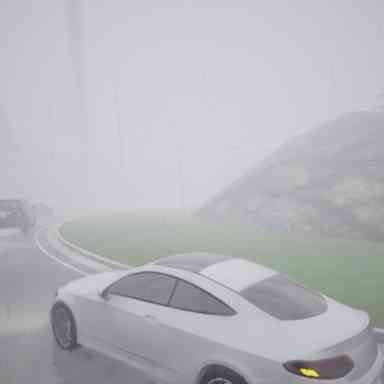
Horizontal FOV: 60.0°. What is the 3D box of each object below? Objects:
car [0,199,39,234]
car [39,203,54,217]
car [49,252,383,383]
[{"bbox_3d":[-11.141,1.423,20.677,2.150,2.045,5.566,0,-1,-20],"label":"car"},{"bbox_3d":[-16.646,1.876,35.890,1.812,1.442,4.674,0,-1,2],"label":"car"},{"bbox_3d":[-0.104,1.574,4.478,4.674,1.442,1.812,0,-1,40],"label":"car"}]
